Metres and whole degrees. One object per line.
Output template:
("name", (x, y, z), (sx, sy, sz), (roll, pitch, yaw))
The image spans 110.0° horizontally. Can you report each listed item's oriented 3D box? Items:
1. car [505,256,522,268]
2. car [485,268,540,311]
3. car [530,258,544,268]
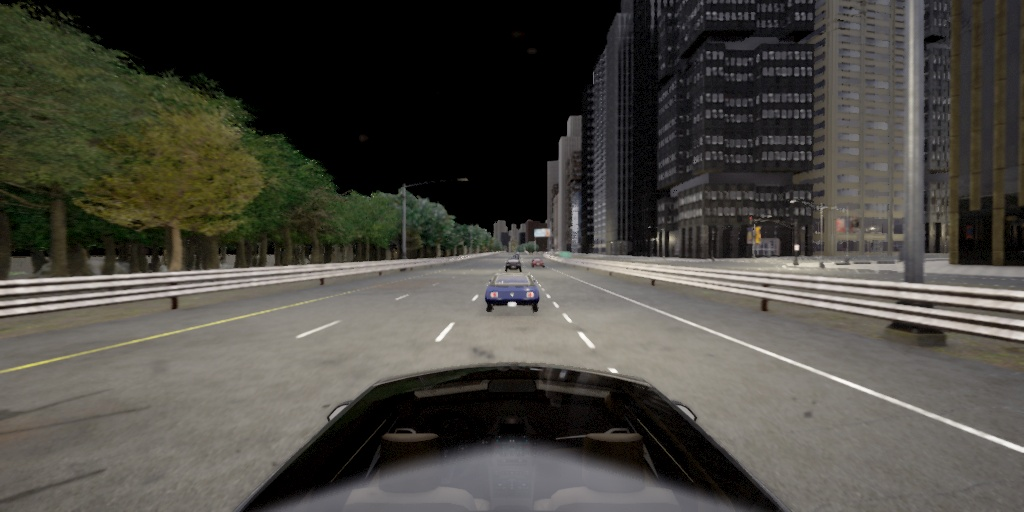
("car", (0.181, 1.049, 42.708), (1.882, 1.535, 5.008), (0, 0, 1))
("car", (0.016, 1.323, 14.218), (1.895, 1.301, 4.718), (0, 0, 0))
("car", (3.899, 1.023, 55.137), (1.812, 1.442, 4.674), (0, 1, 1))
